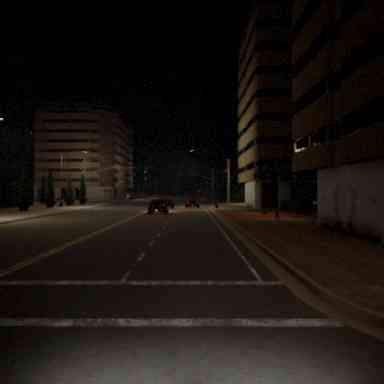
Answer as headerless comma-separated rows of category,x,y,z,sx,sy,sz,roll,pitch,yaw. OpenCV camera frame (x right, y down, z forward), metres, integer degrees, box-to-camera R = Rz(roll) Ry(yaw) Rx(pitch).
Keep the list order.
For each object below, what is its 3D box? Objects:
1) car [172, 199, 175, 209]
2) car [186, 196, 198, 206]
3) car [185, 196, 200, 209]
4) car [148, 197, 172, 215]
car,-3.416,1.475,45.166,1.882,1.535,5.008,0,0,0
car,-0.019,1.502,54.263,1.837,1.490,4.892,0,0,0
car,0.067,1.523,45.209,1.812,1.442,4.674,0,0,0
car,-3.412,1.504,34.293,1.837,1.490,4.892,0,0,0
